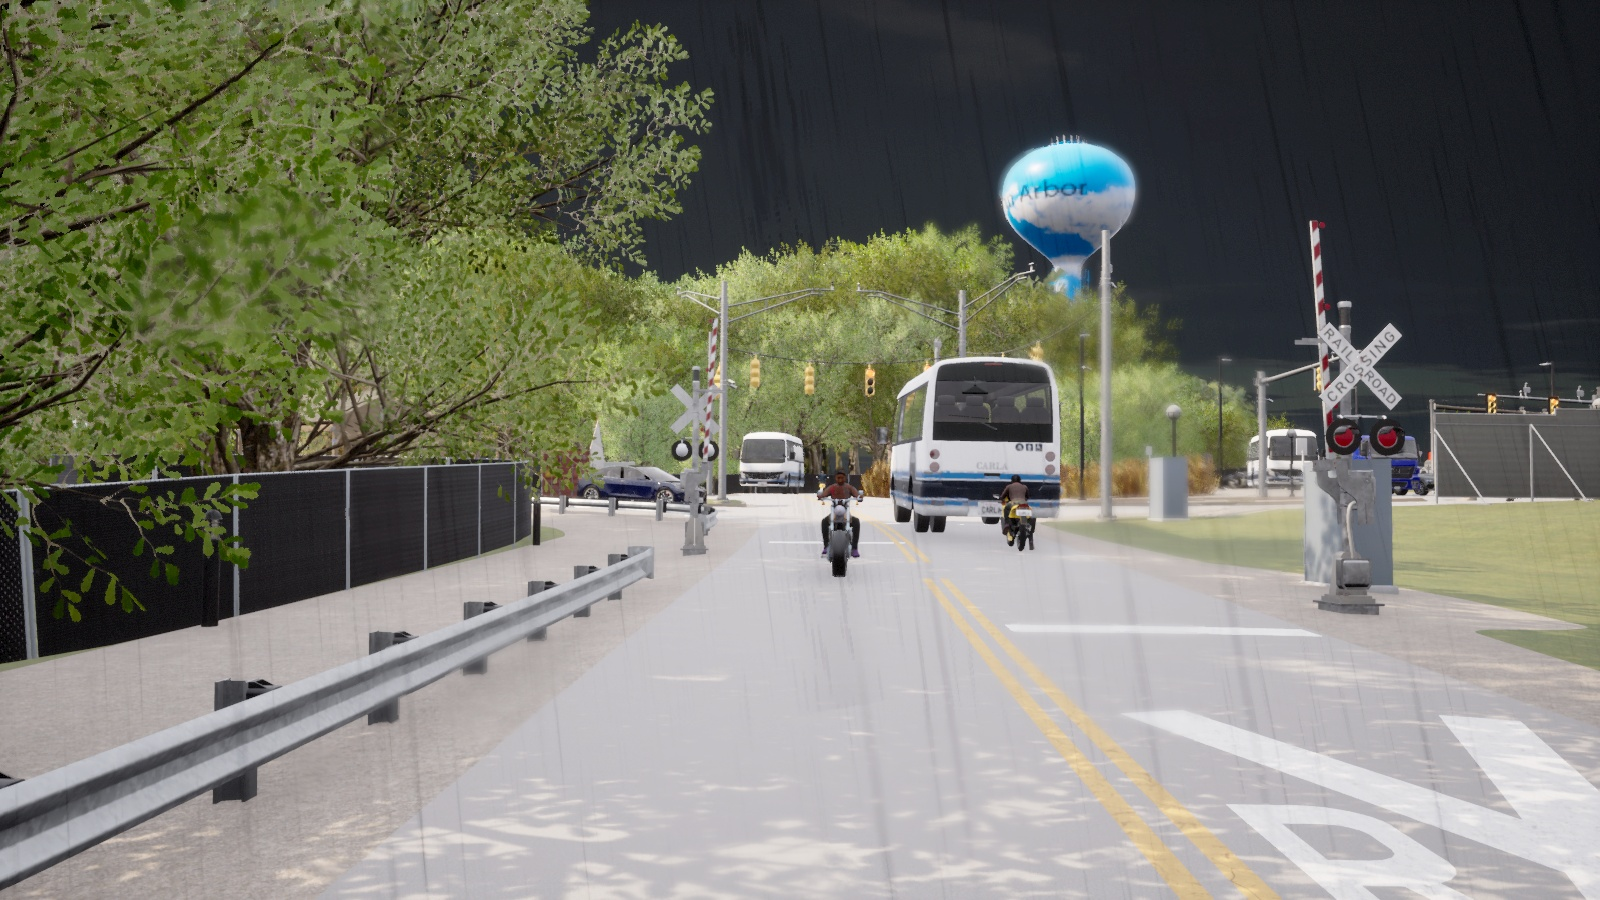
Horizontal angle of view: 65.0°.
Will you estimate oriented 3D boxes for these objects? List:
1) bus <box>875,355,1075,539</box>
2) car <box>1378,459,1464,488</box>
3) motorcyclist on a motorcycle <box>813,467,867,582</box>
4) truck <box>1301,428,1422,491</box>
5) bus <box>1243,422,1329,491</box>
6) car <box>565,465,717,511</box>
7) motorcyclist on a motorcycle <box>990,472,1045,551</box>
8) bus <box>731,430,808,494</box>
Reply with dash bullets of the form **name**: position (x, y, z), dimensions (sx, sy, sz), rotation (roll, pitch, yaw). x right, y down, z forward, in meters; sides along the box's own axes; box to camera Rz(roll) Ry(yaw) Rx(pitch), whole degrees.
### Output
- **bus**: position (4.383, -0.010, 34.388), dimensions (3.944, 4.253, 10.273), rotation (1, -1, 0)
- **car**: position (36.097, 1.367, 73.144), dimensions (2.152, 1.651, 5.027), rotation (0, -1, -5)
- **motorcyclist on a motorcycle**: position (0.626, 1.083, 19.176), dimensions (0.766, 1.649, 2.350), rotation (0, -1, 3)
- **truck**: position (32.447, 0.593, 72.946), dimensions (2.891, 3.462, 7.936), rotation (0, -1, -5)
- **bus**: position (33.057, 0.569, 85.933), dimensions (3.944, 4.253, 10.273), rotation (0, -3, 12)
- **car**: position (-5.468, 1.299, 43.212), dimensions (4.792, 1.488, 2.163), rotation (0, -2, 28)
- **motorcyclist on a motorcycle**: position (4.378, 1.218, 25.431), dimensions (0.797, 1.523, 2.044), rotation (0, -1, 1)
- **bus**: position (-1.958, 0.976, 88.097), dimensions (3.944, 4.253, 10.273), rotation (0, -2, 7)
